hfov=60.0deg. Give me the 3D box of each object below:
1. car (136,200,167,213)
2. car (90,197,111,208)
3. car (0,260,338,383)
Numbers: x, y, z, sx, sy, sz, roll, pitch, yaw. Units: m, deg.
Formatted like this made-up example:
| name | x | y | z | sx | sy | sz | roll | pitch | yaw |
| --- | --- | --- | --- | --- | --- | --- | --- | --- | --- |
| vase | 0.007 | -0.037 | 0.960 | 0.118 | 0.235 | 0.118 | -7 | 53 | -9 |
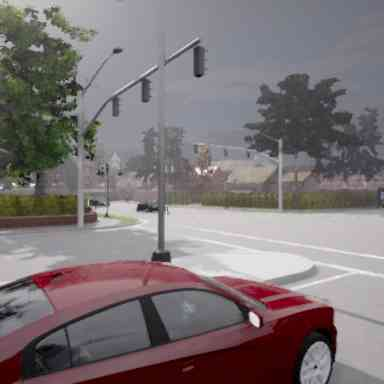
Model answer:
| name | x | y | z | sx | sy | sz | roll | pitch | yaw |
| --- | --- | --- | --- | --- | --- | --- | --- | --- | --- |
| car | -4.501 | 1.565 | 36.705 | 1.994 | 1.385 | 4.181 | 0 | 0 | -36 |
| car | -13.627 | 1.492 | 49.300 | 2.128 | 1.511 | 4.902 | 0 | 0 | -36 |
| car | -0.500 | 1.478 | 3.411 | 5.008 | 1.535 | 1.882 | 0 | 0 | -35 |
